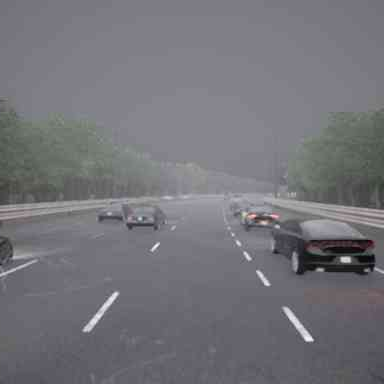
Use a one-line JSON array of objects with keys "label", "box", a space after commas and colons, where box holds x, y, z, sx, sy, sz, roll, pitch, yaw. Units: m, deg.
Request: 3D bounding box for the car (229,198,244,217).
[{"label": "car", "box": [4.775, 1.558, 31.311, 2.033, 1.411, 5.357, 0, 0, 5]}]

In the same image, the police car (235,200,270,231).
[{"label": "police car", "box": [4.064, 1.513, 20.660, 2.038, 1.542, 4.974, 0, 0, 3]}]

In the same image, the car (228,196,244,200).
[{"label": "car", "box": [5.768, 1.543, 41.939, 1.812, 1.442, 4.674, 0, 0, 6]}]

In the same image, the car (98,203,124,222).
[{"label": "car", "box": [-5.960, 1.564, 26.534, 1.994, 1.385, 4.181, 0, 0, 4]}]

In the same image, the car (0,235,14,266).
[{"label": "car", "box": [-6.750, 1.558, 8.981, 1.994, 1.385, 4.181, 0, 0, 1]}]

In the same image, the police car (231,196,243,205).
[{"label": "police car", "box": [8.598, 1.546, 63.099, 2.038, 1.542, 4.974, 0, 0, 9]}]

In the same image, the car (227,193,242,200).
[{"label": "car", "box": [7.047, 1.249, 52.568, 2.150, 2.045, 5.566, 0, 0, 8]}]

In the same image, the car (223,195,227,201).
[{"label": "car", "box": [8.848, 1.499, 83.967, 2.128, 1.511, 4.902, 0, 0, 13]}]

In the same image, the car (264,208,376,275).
[{"label": "car", "box": [3.792, 1.484, 10.519, 1.882, 1.535, 5.008, 0, 0, 2]}]

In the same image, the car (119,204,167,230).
[{"label": "car", "box": [-2.795, 1.549, 21.202, 2.033, 1.411, 5.357, 0, 0, 3]}]
